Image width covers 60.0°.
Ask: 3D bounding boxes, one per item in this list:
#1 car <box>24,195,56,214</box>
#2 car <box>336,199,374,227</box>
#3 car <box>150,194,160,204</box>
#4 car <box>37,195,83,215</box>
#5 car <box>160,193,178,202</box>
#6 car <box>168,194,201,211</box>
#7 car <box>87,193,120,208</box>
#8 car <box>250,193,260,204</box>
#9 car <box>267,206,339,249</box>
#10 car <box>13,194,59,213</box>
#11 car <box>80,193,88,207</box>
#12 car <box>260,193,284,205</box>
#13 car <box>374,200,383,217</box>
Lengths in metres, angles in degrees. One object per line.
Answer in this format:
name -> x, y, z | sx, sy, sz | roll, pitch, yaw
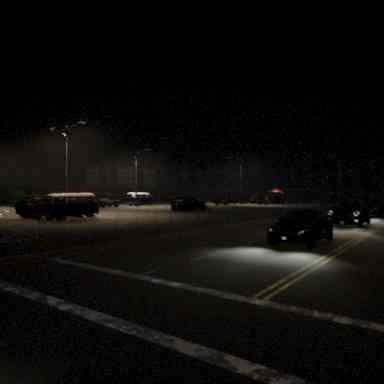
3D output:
car -> -16.980, 1.415, 38.875 | 1.784, 1.438, 3.905 | 0, 0, 37
car -> 10.889, 1.368, 23.032 | 2.097, 1.767, 4.553 | 0, 0, 36
car -> -6.491, 1.437, 71.636 | 1.970, 1.475, 3.806 | 0, 0, 37
car -> -14.658, 1.444, 37.145 | 1.970, 1.475, 3.806 | 0, 0, 37
car -> -4.175, 1.195, 69.898 | 1.905, 1.878, 3.866 | 0, 0, 37
car -> -1.013, 1.428, 45.814 | 1.970, 1.475, 3.806 | 0, 0, 37
car -> -14.621, 1.203, 55.832 | 1.932, 1.855, 4.605 | 0, 0, 37
car -> 11.587, 1.175, 58.209 | 1.905, 1.878, 3.866 | 0, 0, 37
car -> 5.017, 1.548, 15.056 | 1.812, 1.442, 4.674 | 0, 0, 36
car -> -19.163, 1.207, 40.437 | 1.932, 1.855, 4.605 | 0, 0, 37
car -> -16.906, 1.417, 57.614 | 1.784, 1.438, 3.905 | 0, 0, 37
car -> 13.876, 1.169, 56.437 | 1.932, 1.855, 4.605 | 0, 0, 37
car -> 17.088, 1.501, 31.398 | 2.128, 1.511, 4.902 | 0, 0, 37
